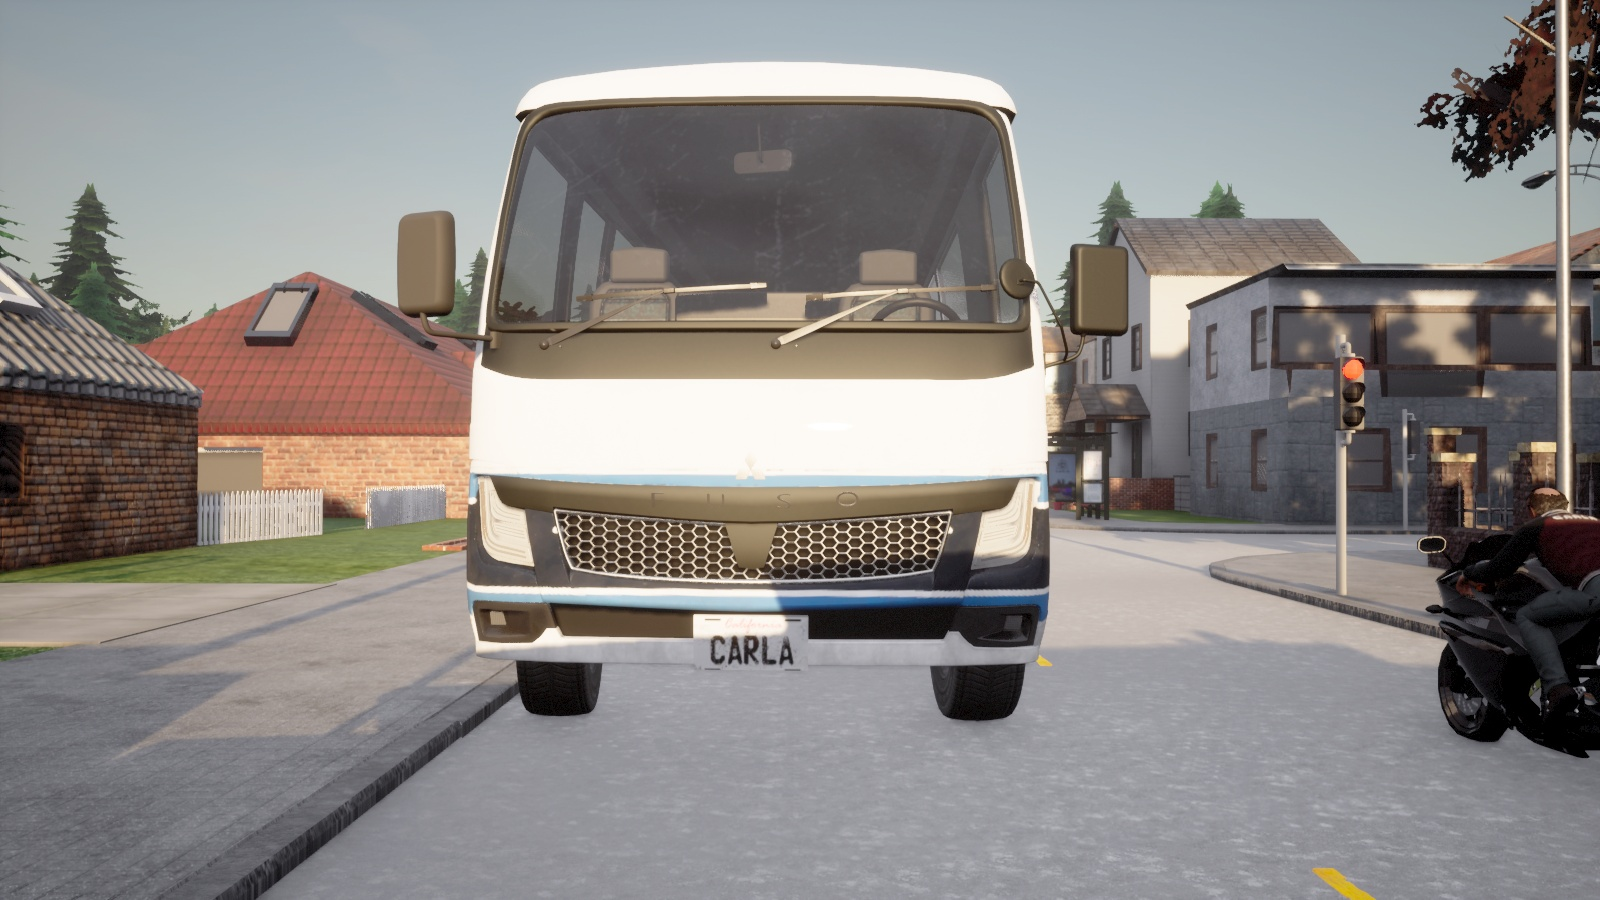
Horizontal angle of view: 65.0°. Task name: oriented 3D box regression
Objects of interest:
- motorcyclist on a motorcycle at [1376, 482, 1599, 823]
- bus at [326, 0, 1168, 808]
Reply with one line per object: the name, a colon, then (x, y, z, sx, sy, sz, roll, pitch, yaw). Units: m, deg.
motorcyclist on a motorcycle: (4.037, 0.945, 6.681, 0.866, 1.530, 2.191, 0, -1, -2)
bus: (-0.099, -0.377, 11.039, 3.944, 4.253, 10.273, 0, -1, 2)
